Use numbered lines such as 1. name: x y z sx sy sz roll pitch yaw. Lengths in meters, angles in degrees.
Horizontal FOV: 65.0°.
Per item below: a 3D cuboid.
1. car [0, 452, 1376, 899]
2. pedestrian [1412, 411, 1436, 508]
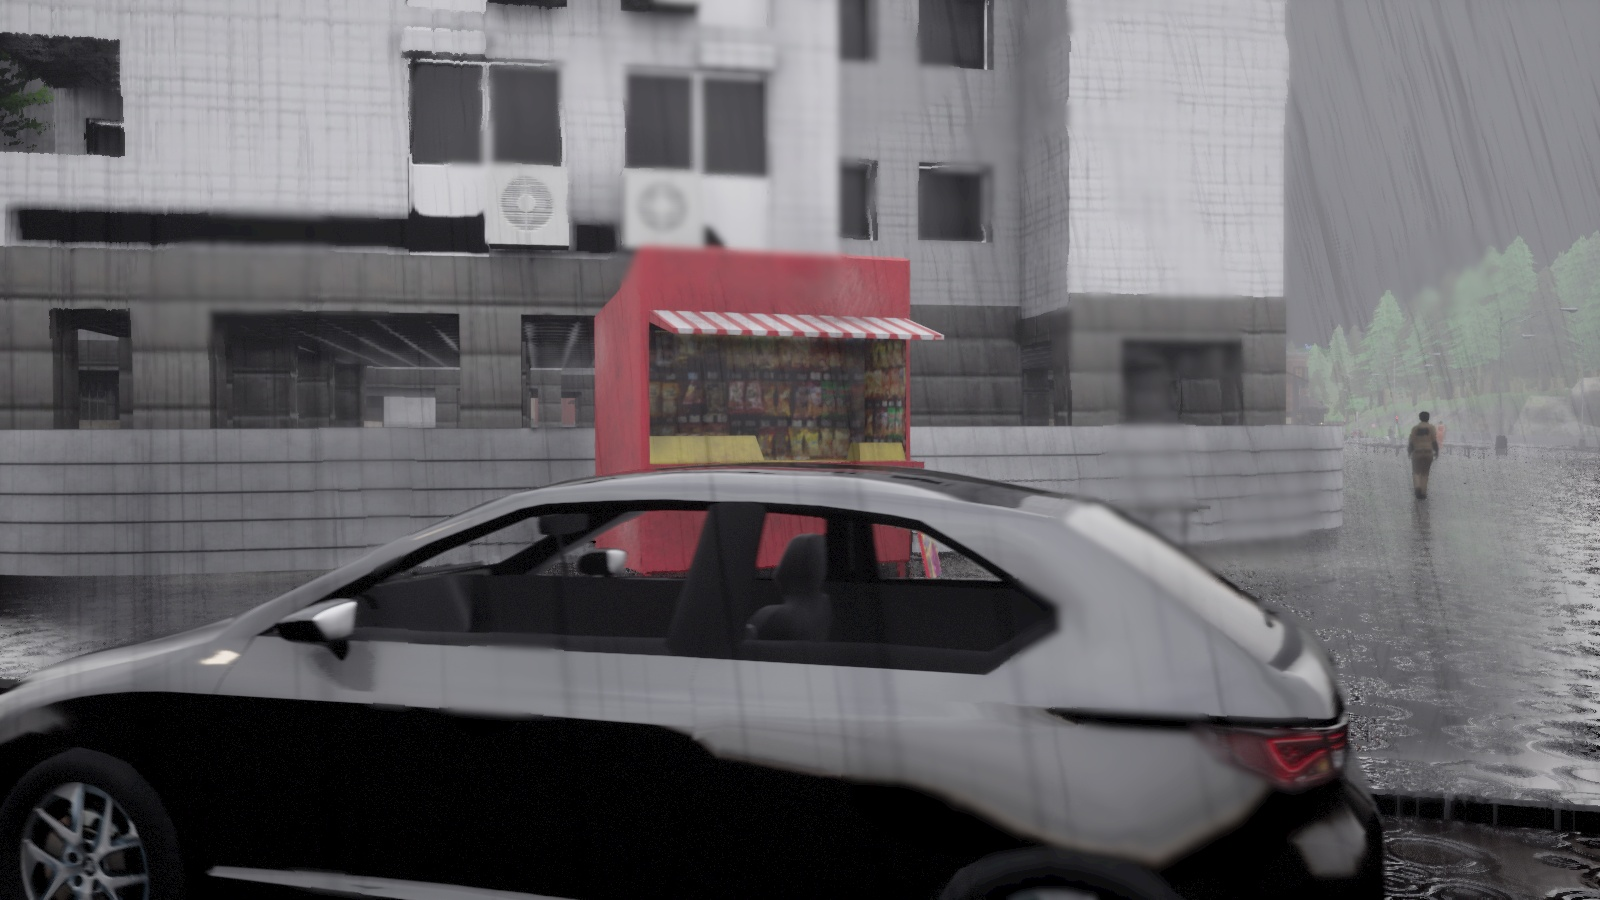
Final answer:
1. car: -0.603 0.775 3.939 4.193 1.474 1.816 1 1 18
2. pedestrian: 12.549 0.179 25.264 0.396 1.930 0.692 1 1 27
